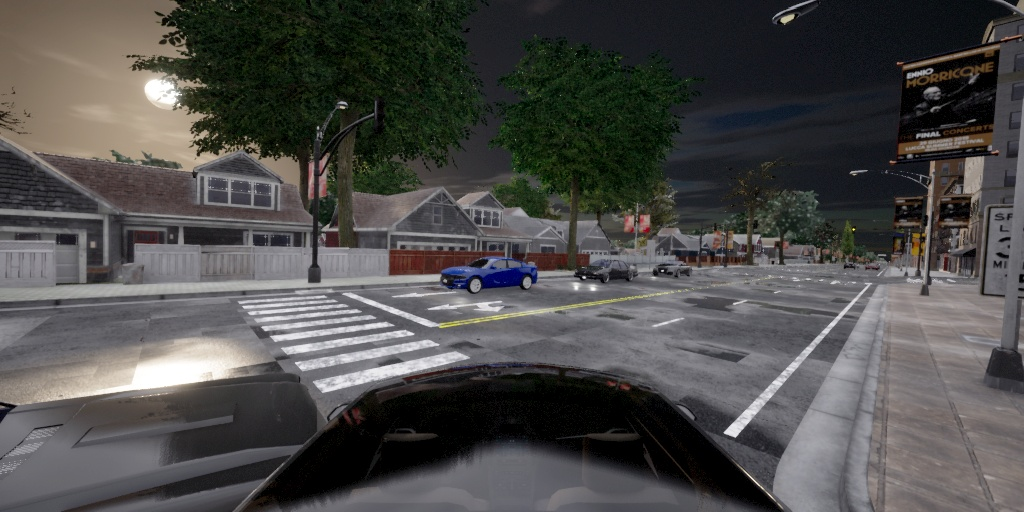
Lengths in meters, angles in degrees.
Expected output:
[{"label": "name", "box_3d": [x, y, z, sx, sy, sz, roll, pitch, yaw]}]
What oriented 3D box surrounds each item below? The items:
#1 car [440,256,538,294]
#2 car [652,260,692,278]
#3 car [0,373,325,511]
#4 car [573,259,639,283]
[{"label": "car", "box_3d": [-0.945, 0.778, 16.588, 5.008, 1.535, 1.882, 1, 2, -43]}, {"label": "car", "box_3d": [13.577, 1.029, 30.263, 4.181, 1.385, 1.994, 1, 2, -44]}, {"label": "car", "box_3d": [-3.318, 1.273, 1.430, 4.718, 1.301, 1.895, 1, 2, -33]}, {"label": "car", "box_3d": [6.301, 0.928, 23.425, 5.357, 1.411, 2.033, 1, 2, -43]}]
